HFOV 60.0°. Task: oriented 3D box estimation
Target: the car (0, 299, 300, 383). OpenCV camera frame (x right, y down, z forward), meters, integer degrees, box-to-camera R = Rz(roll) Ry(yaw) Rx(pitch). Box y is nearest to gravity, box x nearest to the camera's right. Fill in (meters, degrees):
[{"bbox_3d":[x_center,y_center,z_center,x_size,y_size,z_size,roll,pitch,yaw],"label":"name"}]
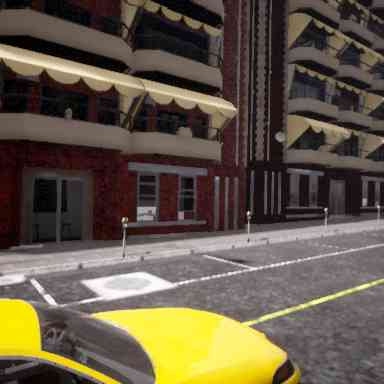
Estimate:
[{"bbox_3d":[-1.476,1.450,2.227,5.366,1.575,1.801,0,0,-36],"label":"car"}]
